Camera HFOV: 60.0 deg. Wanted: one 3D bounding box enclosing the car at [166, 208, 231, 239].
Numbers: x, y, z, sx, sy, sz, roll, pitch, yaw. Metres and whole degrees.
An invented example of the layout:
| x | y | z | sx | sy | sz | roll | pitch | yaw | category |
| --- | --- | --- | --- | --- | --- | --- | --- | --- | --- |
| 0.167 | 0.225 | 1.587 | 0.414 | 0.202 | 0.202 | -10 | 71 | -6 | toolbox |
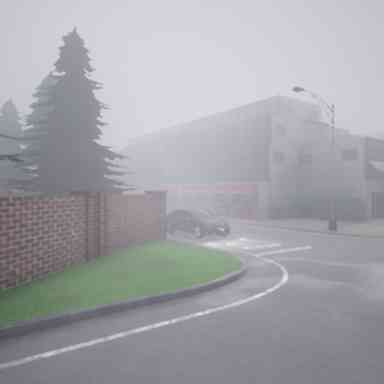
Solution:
| x | y | z | sx | sy | sz | roll | pitch | yaw | category |
| --- | --- | --- | --- | --- | --- | --- | --- | --- | --- |
| 0.192 | 1.684 | 18.974 | 1.837 | 1.490 | 4.892 | 0 | 0 | -35 | car |

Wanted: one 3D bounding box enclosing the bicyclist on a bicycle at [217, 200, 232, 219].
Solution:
| x | y | z | sx | sy | sz | roll | pitch | yaw | category |
| --- | --- | --- | --- | --- | --- | --- | --- | --- | --- |
| 2.779 | 1.483 | 28.393 | 1.656 | 1.620 | 0.582 | 0 | 0 | -35 | bicyclist on a bicycle |
